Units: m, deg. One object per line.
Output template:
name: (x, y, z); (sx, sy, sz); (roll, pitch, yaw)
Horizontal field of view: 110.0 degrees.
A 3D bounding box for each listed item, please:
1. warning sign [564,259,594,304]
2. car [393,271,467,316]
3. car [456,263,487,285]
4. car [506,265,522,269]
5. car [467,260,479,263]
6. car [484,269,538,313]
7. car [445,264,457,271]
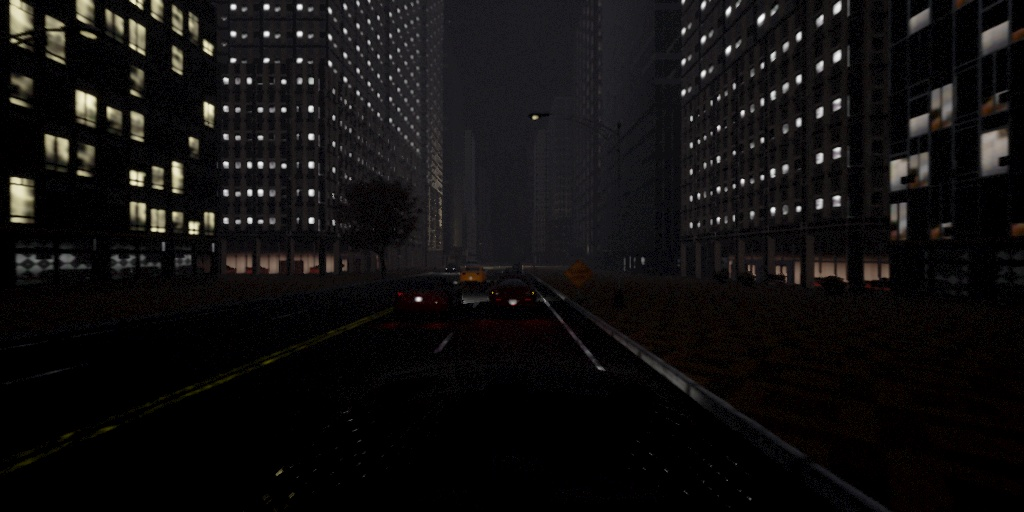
warning sign: (2.852, 1.042, 15.362); (1.300, 1.860, 1.060); (0, 0, 0)
car: (-3.199, 1.479, 14.347); (1.994, 1.385, 4.181); (0, -1, 0)
car: (-3.189, 1.599, 30.385); (1.882, 1.535, 5.008); (0, 0, 0)
car: (0.052, 1.673, 29.334); (1.994, 1.385, 4.181); (0, -1, 0)
car: (-6.542, 1.717, 59.162); (2.150, 2.045, 5.566); (0, -1, 1)
car: (0.054, 1.444, 14.750); (1.812, 1.442, 4.674); (0, 0, 1)
car: (-9.795, 2.001, 59.222); (1.837, 1.490, 4.892); (0, -1, 1)
